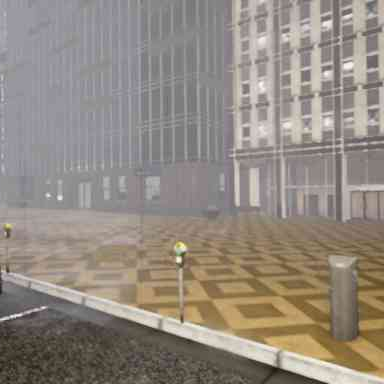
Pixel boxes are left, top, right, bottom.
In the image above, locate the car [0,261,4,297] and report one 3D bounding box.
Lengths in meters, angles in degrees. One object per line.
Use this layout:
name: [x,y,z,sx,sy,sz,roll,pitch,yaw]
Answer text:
car: [-5.802,1.423,7.025,4.097,1.590,1.967,0,-1,35]
